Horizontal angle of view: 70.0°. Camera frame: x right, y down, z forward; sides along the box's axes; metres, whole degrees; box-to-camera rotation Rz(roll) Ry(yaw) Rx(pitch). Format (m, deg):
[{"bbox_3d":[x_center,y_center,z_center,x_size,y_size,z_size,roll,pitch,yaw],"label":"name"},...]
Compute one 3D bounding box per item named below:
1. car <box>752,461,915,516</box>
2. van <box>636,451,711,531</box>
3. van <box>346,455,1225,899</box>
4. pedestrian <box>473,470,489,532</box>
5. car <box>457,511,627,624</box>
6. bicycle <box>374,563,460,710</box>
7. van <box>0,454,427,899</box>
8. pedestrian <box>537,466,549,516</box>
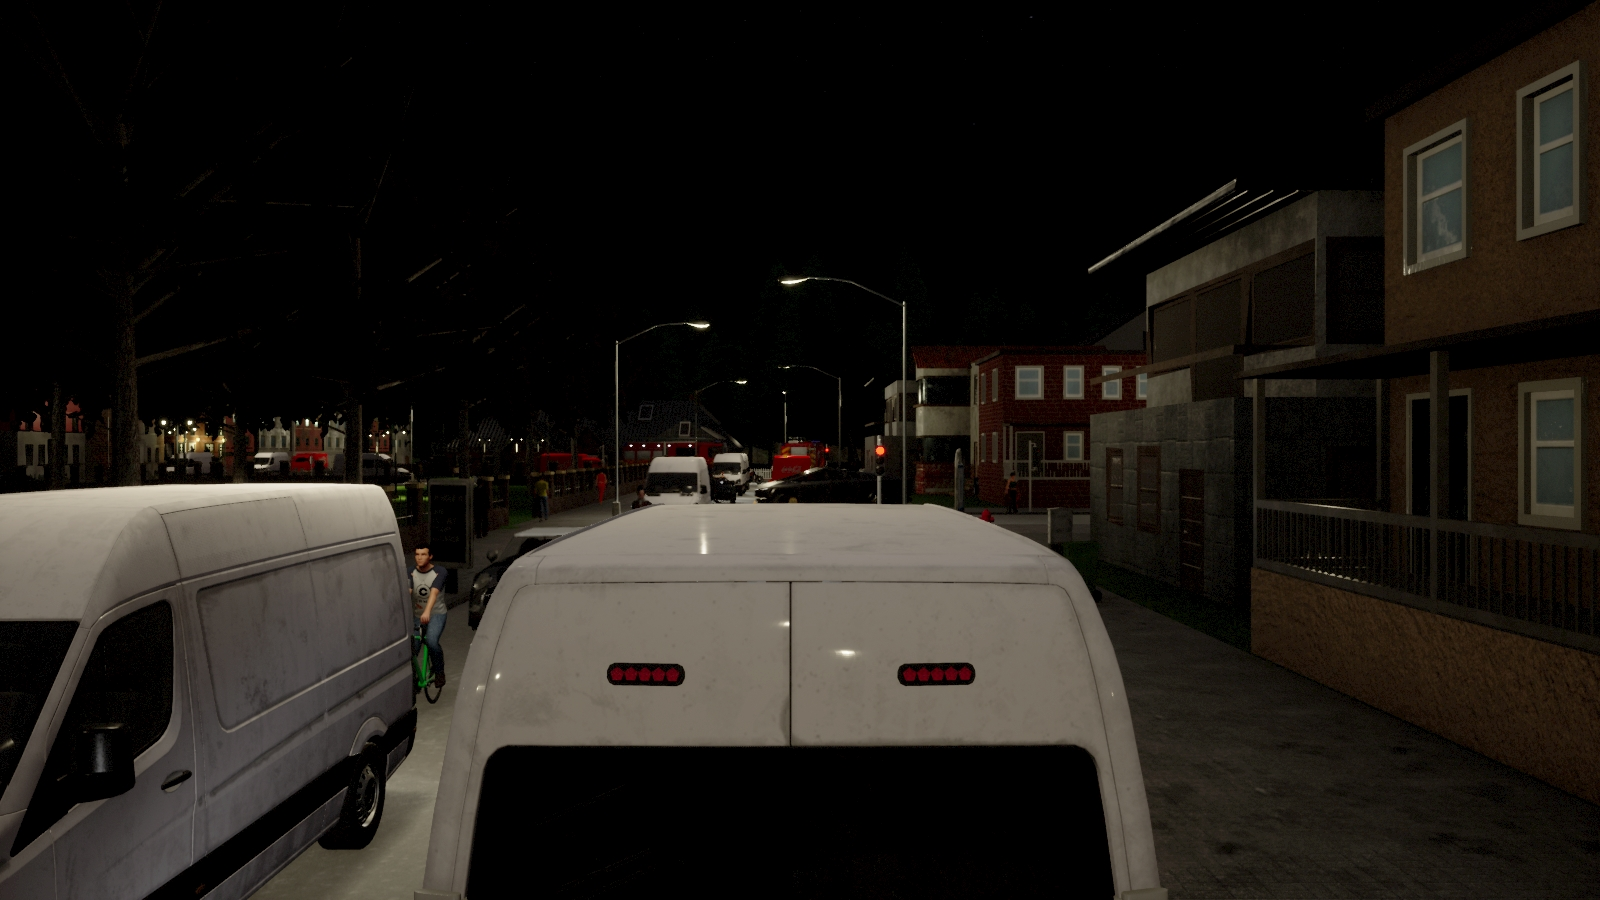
[{"bbox_3d":[1.305,1.533,46.567,6.274,2.098,2.390,0,0,-11],"label":"car"},{"bbox_3d":[-4.270,1.314,39.586,1.988,2.561,5.915,0,0,0],"label":"van"},{"bbox_3d":[-0.041,1.314,5.541,1.988,2.561,5.915,0,0,0],"label":"van"},{"bbox_3d":[-9.577,1.525,34.291,0.375,1.860,0.375,0,0,-1],"label":"pedestrian"},{"bbox_3d":[-4.106,1.845,18.819,1.970,1.475,3.806,0,0,0],"label":"car"},{"bbox_3d":[-4.053,1.936,12.189,0.373,1.296,1.643,0,0,0],"label":"bicycle"},{"bbox_3d":[-4.032,1.314,6.374,1.988,2.561,5.915,0,0,0],"label":"van"},{"bbox_3d":[-9.647,1.526,42.827,0.375,1.860,0.375,0,0,0],"label":"pedestrian"}]
